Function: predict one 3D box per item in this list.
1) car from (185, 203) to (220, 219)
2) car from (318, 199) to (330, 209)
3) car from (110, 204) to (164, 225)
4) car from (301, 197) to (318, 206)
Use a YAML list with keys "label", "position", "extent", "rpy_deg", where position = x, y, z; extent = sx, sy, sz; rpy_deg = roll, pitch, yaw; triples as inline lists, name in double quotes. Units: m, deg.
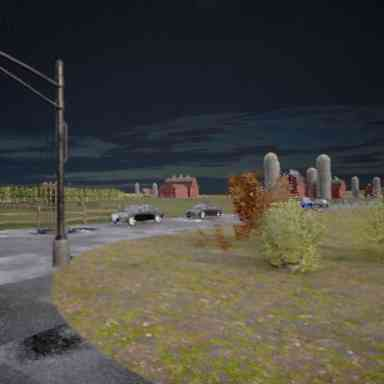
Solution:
- label: "car"
  position: [1.178, 1.868, 33.927]
  extent: [1.837, 1.490, 4.892]
  rpy_deg: [-1, -1, 36]
- label: "car"
  position: [22.002, 1.996, 56.732]
  extent: [2.097, 1.767, 4.553]
  rpy_deg: [-1, -1, 36]
- label: "car"
  position: [-4.290, 1.752, 26.337]
  extent: [2.128, 1.511, 4.902]
  rpy_deg: [-1, -1, 35]
- label: "car"
  position: [16.002, 1.750, 48.339]
  extent: [2.150, 2.045, 5.566]
  rpy_deg: [-1, -1, 36]
